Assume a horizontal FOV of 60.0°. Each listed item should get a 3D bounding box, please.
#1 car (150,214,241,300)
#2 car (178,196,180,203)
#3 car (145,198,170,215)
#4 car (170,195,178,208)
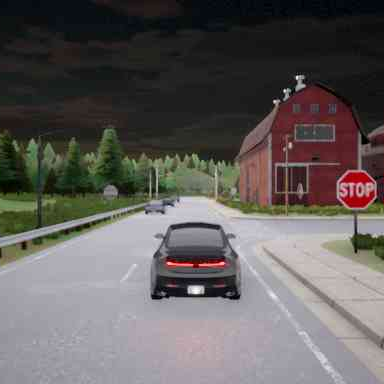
[{"bbox_3d":[0.083,1.504,8.372,1.837,1.490,4.892,0,0,0],"label":"car"},{"bbox_3d":[-3.479,1.496,69.217,1.837,1.490,4.892,0,0,0],"label":"car"},{"bbox_3d":[-3.587,1.521,33.448,1.812,1.442,4.674,0,0,0],"label":"car"},{"bbox_3d":[-3.573,1.540,49.363,2.033,1.411,5.357,0,0,0],"label":"car"}]
